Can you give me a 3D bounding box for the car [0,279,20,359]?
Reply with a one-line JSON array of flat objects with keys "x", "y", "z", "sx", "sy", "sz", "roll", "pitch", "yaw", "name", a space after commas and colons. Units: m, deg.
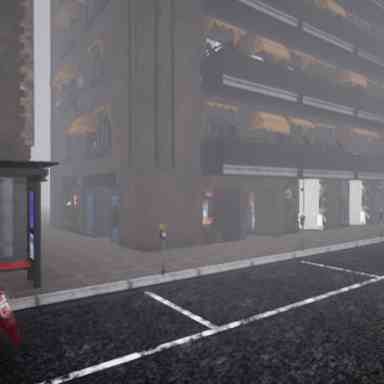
[{"x": -4.228, "y": 1.445, "z": 3.544, "sx": 4.097, "sy": 1.590, "sz": 1.967, "roll": 0, "pitch": 0, "yaw": -35, "name": "car"}]
